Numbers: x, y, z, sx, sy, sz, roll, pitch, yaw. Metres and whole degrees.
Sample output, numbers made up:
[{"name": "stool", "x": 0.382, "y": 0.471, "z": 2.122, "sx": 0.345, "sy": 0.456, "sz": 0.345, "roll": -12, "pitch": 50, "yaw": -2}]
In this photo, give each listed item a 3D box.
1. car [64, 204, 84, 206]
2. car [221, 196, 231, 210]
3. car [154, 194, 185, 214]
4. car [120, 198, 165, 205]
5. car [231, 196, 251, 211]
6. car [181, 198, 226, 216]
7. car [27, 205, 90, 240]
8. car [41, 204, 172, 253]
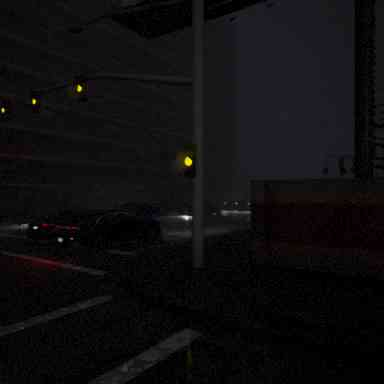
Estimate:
[{"name": "car", "x": -8.865, "y": 1.563, "z": 24.596, "sx": 1.994, "sy": 1.385, "sz": 4.181, "roll": 0, "pitch": 0, "yaw": 35}, {"name": "car", "x": 4.492, "y": 1.350, "z": 43.552, "sx": 2.097, "sy": 1.767, "sz": 4.553, "roll": 0, "pitch": 0, "yaw": 33}, {"name": "car", "x": -2.705, "y": 1.221, "z": 33.319, "sx": 2.150, "sy": 2.045, "sz": 5.566, "roll": 0, "pitch": 0, "yaw": 35}, {"name": "car", "x": -4.517, "y": 1.477, "z": 24.685, "sx": 1.882, "sy": 1.535, "sz": 5.008, "roll": 0, "pitch": 0, "yaw": 35}, {"name": "car", "x": 7.112, "y": 1.352, "z": 41.131, "sx": 2.097, "sy": 1.767, "sz": 4.553, "roll": 0, "pitch": 0, "yaw": 36}, {"name": "car", "x": 1.190, "y": 1.563, "z": 32.785, "sx": 1.994, "sy": 1.385, "sz": 4.181, "roll": 0, "pitch": 0, "yaw": 34}, {"name": "car", "x": -5.804, "y": 1.563, "z": 16.444, "sx": 1.994, "sy": 1.385, "sz": 4.181, "roll": 0, "pitch": 0, "yaw": 35}, {"name": "car", "x": -3.314, "y": 1.491, "z": 13.903, "sx": 2.128, "sy": 1.511, "sz": 4.902, "roll": 0, "pitch": 0, "yaw": 35}]
